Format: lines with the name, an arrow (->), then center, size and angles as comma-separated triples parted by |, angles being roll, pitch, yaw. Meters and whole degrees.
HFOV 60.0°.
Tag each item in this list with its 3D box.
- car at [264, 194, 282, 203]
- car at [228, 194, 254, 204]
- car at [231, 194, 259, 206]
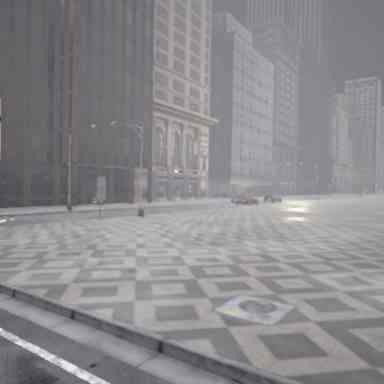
car -> 13.792, 1.131, 56.606 | 1.837, 1.490, 4.892 | 2, 1, 35
car -> 7.974, 1.069, 53.577 | 2.128, 1.511, 4.902 | 2, 1, 35
car -> 8.037, 1.272, 48.387 | 1.895, 1.301, 4.718 | 2, 1, 36
